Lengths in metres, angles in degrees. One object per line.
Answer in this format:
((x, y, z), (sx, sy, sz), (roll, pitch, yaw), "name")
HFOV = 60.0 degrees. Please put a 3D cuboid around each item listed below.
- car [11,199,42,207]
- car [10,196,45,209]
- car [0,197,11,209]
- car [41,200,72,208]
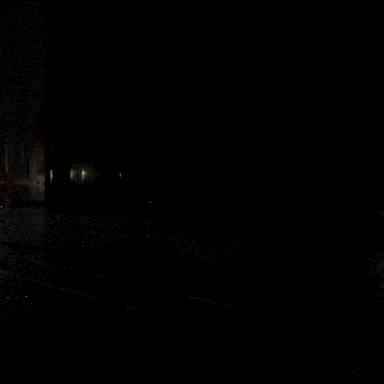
((-28.610, 1.858, 57.484), (2.008, 1.369, 4.403), (-1, -1, 36), "car")
((-24.410, 1.554, 48.701), (2.192, 1.841, 5.009), (-1, -1, 36), "car")
((-27.377, 1.714, 44.565), (1.887, 1.381, 4.507), (-1, -1, 36), "car")
((-21.441, 1.890, 52.828), (1.802, 1.307, 4.206), (-1, -1, 36), "car")
